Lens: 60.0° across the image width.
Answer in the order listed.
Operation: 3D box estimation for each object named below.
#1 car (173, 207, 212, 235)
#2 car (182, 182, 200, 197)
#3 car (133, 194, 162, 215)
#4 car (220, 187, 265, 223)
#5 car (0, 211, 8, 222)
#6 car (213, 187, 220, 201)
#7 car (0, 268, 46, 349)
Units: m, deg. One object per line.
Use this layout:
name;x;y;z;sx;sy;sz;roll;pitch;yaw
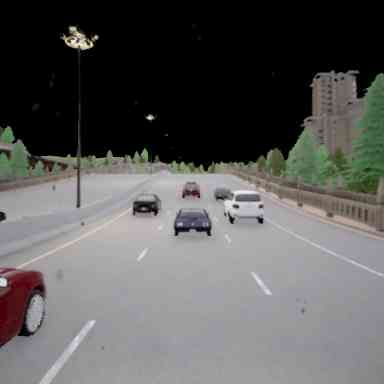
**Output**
car;0.029;1.474;17.998;1.895;1.301;4.718;0;2;0
car;-0.084;-0.437;39.452;2.097;1.767;4.553;0;6;0
car;-3.513;0.889;26.689;1.882;1.535;5.008;0;4;0
car;3.414;0.877;22.675;2.150;2.045;5.566;0;3;0
car;-10.564;1.442;15.449;2.128;1.511;4.902;0;1;0
car;3.377;0.135;36.509;1.895;1.301;4.718;0;6;0
car;-3.409;1.500;3.691;1.882;1.535;5.008;0;0;0
